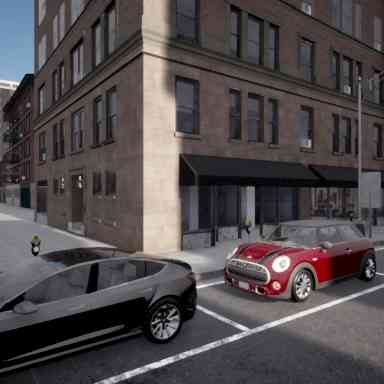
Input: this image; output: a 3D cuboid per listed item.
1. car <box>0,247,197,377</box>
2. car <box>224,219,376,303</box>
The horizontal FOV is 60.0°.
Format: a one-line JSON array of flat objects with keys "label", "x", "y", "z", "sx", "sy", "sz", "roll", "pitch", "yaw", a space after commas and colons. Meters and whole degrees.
[{"label": "car", "x": -1.899, "y": 1.566, "z": 4.838, "sx": 4.313, "sy": 1.339, "sz": 1.947, "roll": 0, "pitch": 0, "yaw": -36}, {"label": "car", "x": 2.704, "y": 1.440, "z": 8.169, "sx": 4.097, "sy": 1.590, "sz": 1.967, "roll": 0, "pitch": 0, "yaw": -36}]
